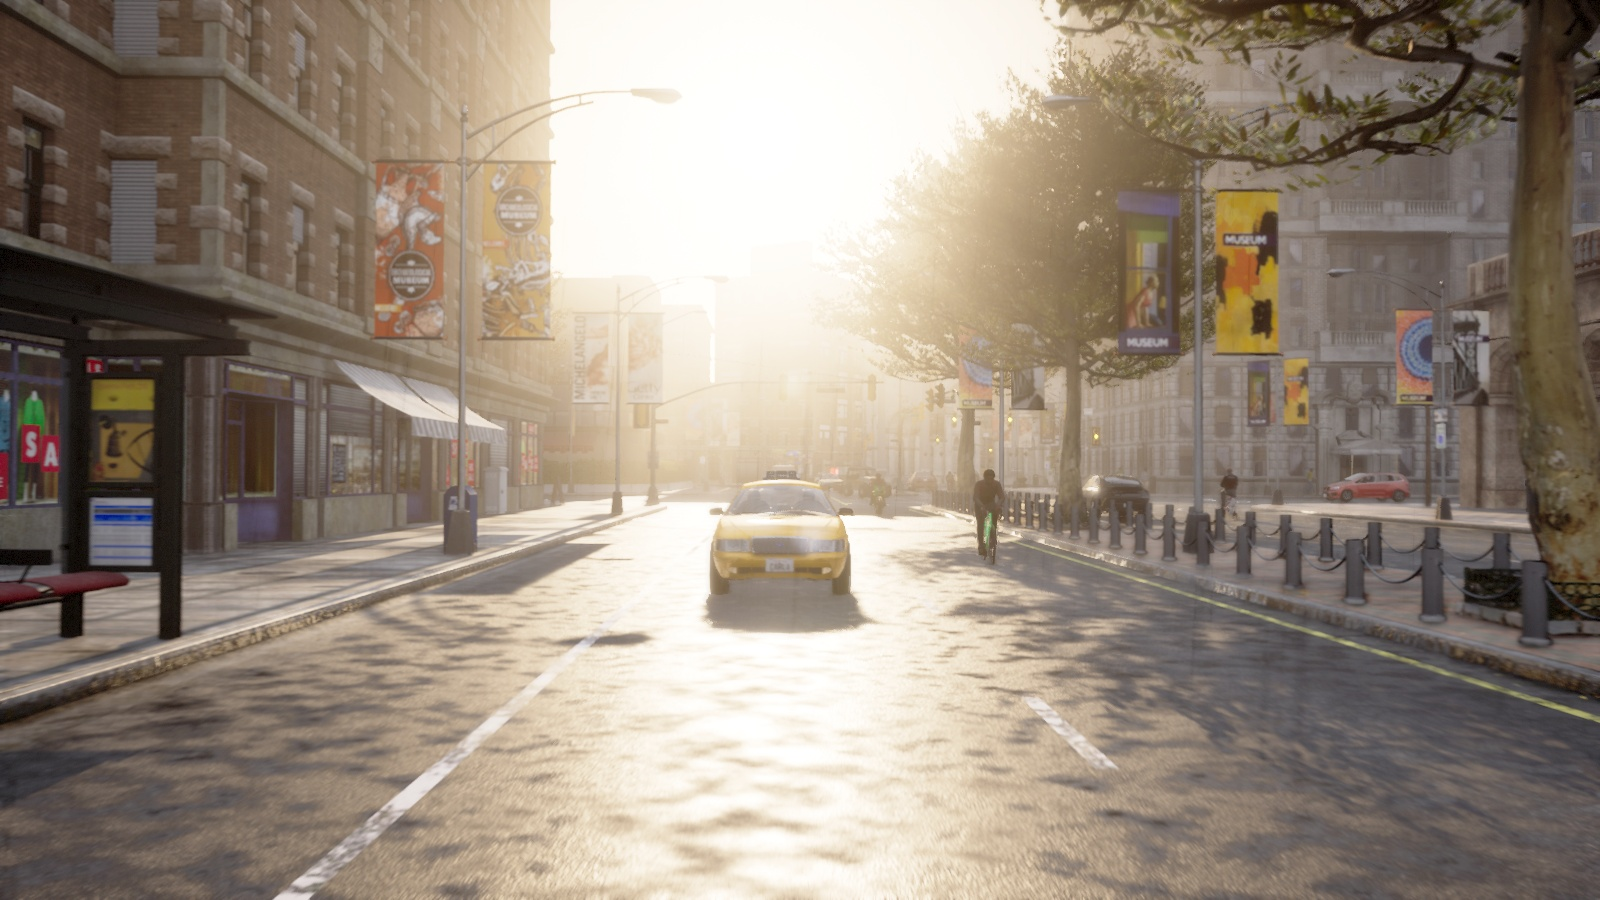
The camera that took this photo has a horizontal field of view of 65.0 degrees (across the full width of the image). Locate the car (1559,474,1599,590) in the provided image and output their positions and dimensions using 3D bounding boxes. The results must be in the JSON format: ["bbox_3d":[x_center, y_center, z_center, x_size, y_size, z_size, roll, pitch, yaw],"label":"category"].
[{"bbox_3d":[11.289,1.030,14.649,1.837,1.490,4.892,0,-1,-1],"label":"car"}]

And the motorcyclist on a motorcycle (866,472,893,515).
[{"bbox_3d":[2.896,1.581,45.957,0.797,1.523,2.044,0,-1,-1],"label":"motorcyclist on a motorcycle"}]

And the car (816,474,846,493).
[{"bbox_3d":[2.303,2.473,93.540,2.033,1.411,5.357,0,-1,-1],"label":"car"}]

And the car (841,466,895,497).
[{"bbox_3d":[4.220,1.952,78.388,1.905,1.878,3.866,0,-1,-22],"label":"car"}]

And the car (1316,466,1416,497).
[{"bbox_3d":[31.928,1.763,70.982,4.611,1.667,2.242,0,-1,-1],"label":"car"}]

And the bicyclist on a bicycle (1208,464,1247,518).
[{"bbox_3d":[14.395,1.363,42.346,0.659,1.776,1.843,0,-1,0],"label":"bicyclist on a bicycle"}]

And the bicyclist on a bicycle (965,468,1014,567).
[{"bbox_3d":[3.251,1.131,21.652,0.582,1.620,1.656,0,0,0],"label":"bicyclist on a bicycle"}]

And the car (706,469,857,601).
[{"bbox_3d":[-0.249,1.063,17.739,1.801,1.575,5.366,0,-1,-1],"label":"car"}]

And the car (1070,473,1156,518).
[{"bbox_3d":[10.850,1.537,43.869,1.837,1.490,4.892,0,-1,0],"label":"car"}]
